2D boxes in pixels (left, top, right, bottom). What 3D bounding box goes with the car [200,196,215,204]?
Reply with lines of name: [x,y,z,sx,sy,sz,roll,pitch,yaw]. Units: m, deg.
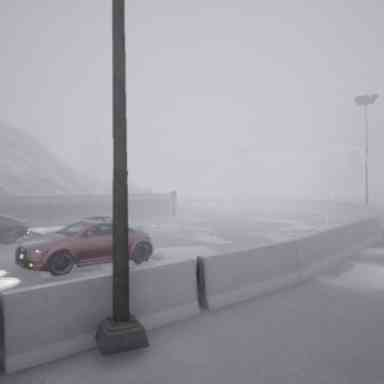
car: [2.385,1.814,73.697,2.033,1.411,5.357,-1,0,-24]

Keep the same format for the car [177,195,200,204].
car: [-0.810,1.844,72.268,2.033,1.411,5.357,-1,0,-24]

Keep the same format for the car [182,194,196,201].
car: [-0.900,1.571,89.604,2.097,1.767,4.553,-1,0,-24]

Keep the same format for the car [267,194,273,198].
car: [20.668,1.425,92.818,1.837,1.490,4.892,-1,0,-24]

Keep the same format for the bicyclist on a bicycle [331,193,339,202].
bicyclist on a bicycle: [33.244,1.305,77.261,1.656,1.620,0.582,24,-11,-23]

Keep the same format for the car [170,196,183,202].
car: [-4.081,1.770,88.147,1.812,1.442,4.674,-1,0,-24]

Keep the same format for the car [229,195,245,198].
car: [11.084,1.541,88.530,2.128,1.511,4.902,-1,0,-24]

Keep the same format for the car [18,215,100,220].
car: [-4.477,1.696,14.248,4.718,1.301,1.895,1,-1,-44]

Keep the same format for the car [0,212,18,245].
car: [-9.585,1.610,14.455,4.674,1.442,1.812,1,0,-39]

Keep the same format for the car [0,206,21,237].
car: [-11.782,1.590,17.174,4.902,1.511,2.128,0,0,-39]

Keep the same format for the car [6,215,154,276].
car: [-3.289,1.635,10.675,4.181,1.385,1.994,1,-1,-42]

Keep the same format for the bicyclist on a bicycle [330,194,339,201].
bicyclist on a bicycle: [33.462,1.305,76.730,1.656,1.620,0.582,22,-8,-22]

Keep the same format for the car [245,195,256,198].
car: [14.279,1.525,89.959,2.033,1.411,5.357,-1,0,-24]

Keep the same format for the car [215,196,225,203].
car: [5.579,1.744,75.127,1.837,1.490,4.892,-1,0,-24]

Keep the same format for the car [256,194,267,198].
car: [17.474,1.495,91.388,2.033,1.411,5.357,-1,0,-24]

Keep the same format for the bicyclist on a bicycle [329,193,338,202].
bicyclist on a bicycle: [33.042,1.308,77.734,1.656,1.620,0.582,25,-9,-22]
